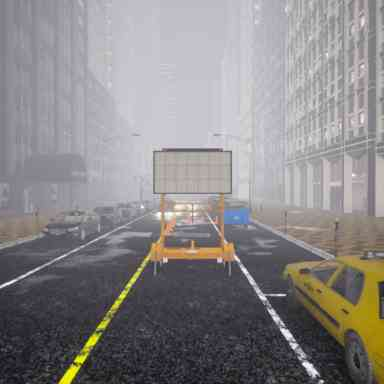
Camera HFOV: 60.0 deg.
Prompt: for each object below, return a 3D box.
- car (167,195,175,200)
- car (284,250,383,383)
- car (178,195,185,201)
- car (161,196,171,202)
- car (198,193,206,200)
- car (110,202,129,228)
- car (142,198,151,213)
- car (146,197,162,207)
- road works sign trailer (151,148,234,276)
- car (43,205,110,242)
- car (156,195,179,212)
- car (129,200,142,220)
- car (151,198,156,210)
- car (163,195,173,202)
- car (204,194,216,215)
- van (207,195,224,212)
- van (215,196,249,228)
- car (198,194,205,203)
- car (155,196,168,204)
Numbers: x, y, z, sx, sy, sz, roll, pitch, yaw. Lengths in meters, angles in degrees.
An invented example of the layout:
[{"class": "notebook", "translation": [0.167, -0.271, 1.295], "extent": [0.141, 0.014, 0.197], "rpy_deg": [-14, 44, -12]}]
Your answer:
[{"class": "car", "translation": [-5.661, 1.501, 89.950], "extent": [1.752, 1.417, 4.829], "rpy_deg": [-1, 0, 0]}, {"class": "car", "translation": [2.685, 1.524, 5.031], "extent": [1.752, 1.417, 4.829], "rpy_deg": [-1, 0, 0]}, {"class": "car", "translation": [-2.965, 1.484, 87.419], "extent": [1.837, 1.490, 4.892], "rpy_deg": [0, 0, 0]}, {"class": "car", "translation": [-5.668, 1.563, 73.068], "extent": [1.802, 1.307, 4.206], "rpy_deg": [-1, 0, 0]}, {"class": "car", "translation": [2.717, 1.291, 90.116], "extent": [2.192, 1.841, 5.009], "rpy_deg": [-1, 0, 0]}, {"class": "car", "translation": [-5.689, 1.561, 21.916], "extent": [1.947, 1.339, 4.313], "rpy_deg": [-1, 0, 0]}, {"class": "car", "translation": [-5.685, 1.543, 33.283], "extent": [2.008, 1.369, 4.403], "rpy_deg": [-1, 0, 0]}, {"class": "car", "translation": [-5.678, 1.539, 50.334], "extent": [2.008, 1.369, 4.403], "rpy_deg": [-1, 0, 0]}, {"class": "road works sign trailer", "translation": [0.020, 0.462, 10.279], "extent": [2.380, 3.560, 2.880], "rpy_deg": [0, 0, 0]}, {"class": "car", "translation": [-5.691, 1.547, 16.232], "extent": [2.008, 1.369, 4.403], "rpy_deg": [-1, 0, 0]}, {"class": "car", "translation": [-3.082, 1.482, 39.594], "extent": [2.128, 1.511, 4.902], "rpy_deg": [0, 0, 0]}, {"class": "car", "translation": [-5.687, 1.538, 27.599], "extent": [1.887, 1.381, 4.507], "rpy_deg": [-1, 0, 0]}, {"class": "car", "translation": [-5.682, 1.573, 38.967], "extent": [1.802, 1.307, 4.206], "rpy_deg": [-1, 0, 0]}, {"class": "car", "translation": [-5.667, 1.420, 78.752], "extent": [1.967, 1.590, 4.097], "rpy_deg": [-1, 0, 0]}, {"class": "car", "translation": [2.694, 1.307, 33.279], "extent": [2.192, 1.841, 5.009], "rpy_deg": [-1, 0, 0]}, {"class": "van", "translation": [2.696, 1.332, 38.963], "extent": [1.690, 1.788, 3.998], "rpy_deg": [-1, 0, 0]}, {"class": "van", "translation": [2.690, 1.336, 21.912], "extent": [1.690, 1.788, 3.998], "rpy_deg": [-1, 0, 0]}, {"class": "car", "translation": [2.708, 1.536, 61.697], "extent": [2.008, 1.369, 4.403], "rpy_deg": [-1, 0, 0]}, {"class": "car", "translation": [-5.673, 1.536, 61.701], "extent": [2.008, 1.369, 4.403], "rpy_deg": [-1, 0, 0]}]
